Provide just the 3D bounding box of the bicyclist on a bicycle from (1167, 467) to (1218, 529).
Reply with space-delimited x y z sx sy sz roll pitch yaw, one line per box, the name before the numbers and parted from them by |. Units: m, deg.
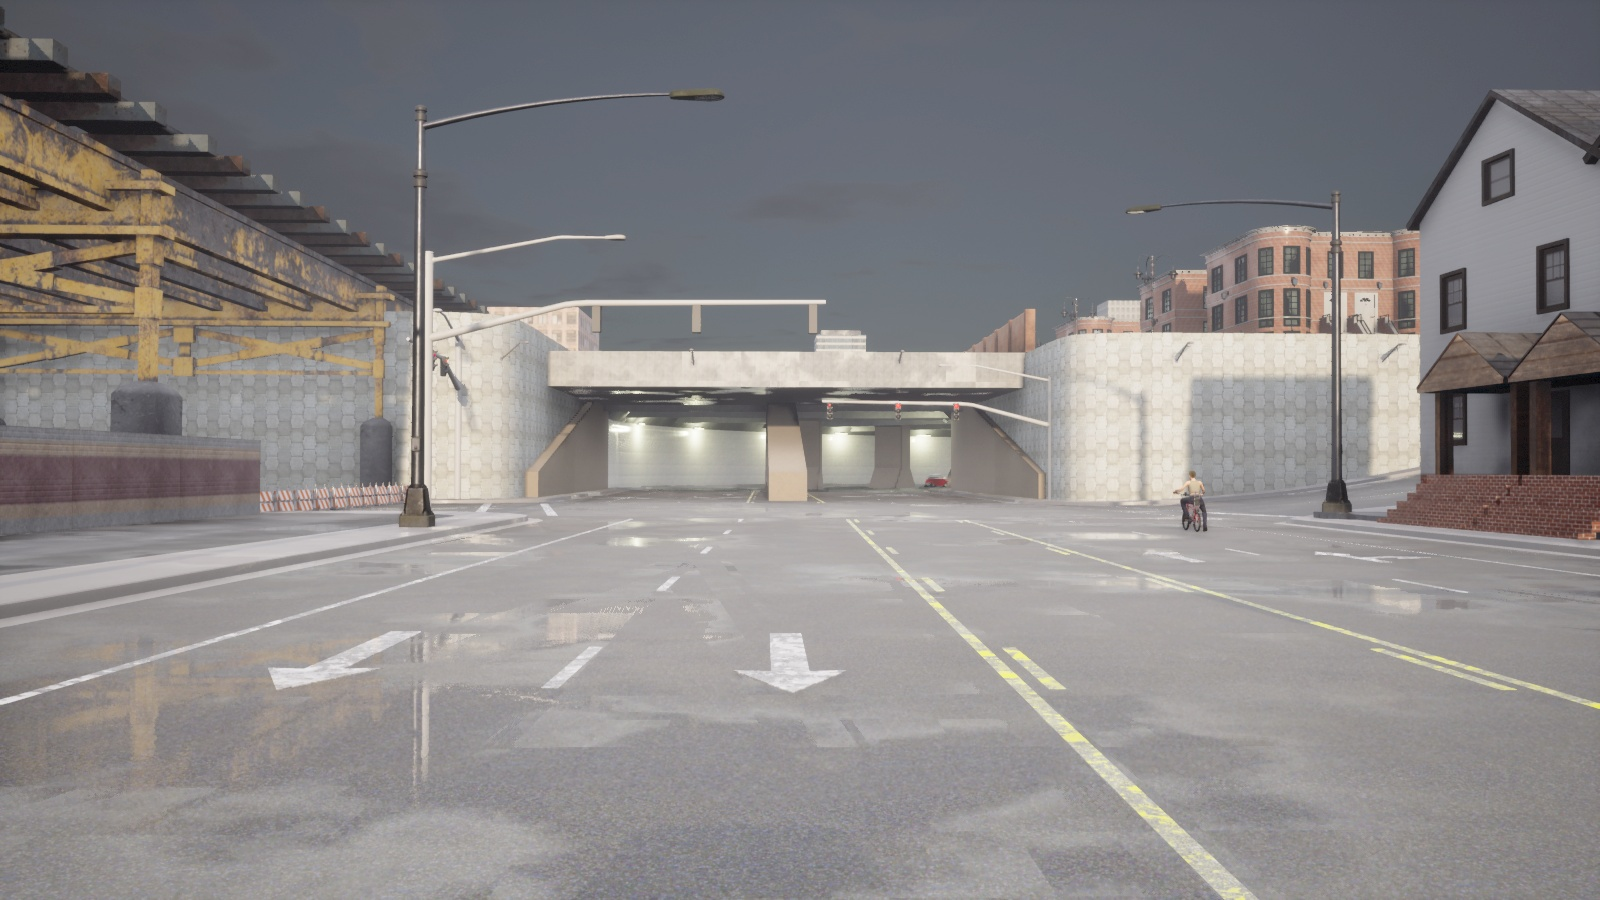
bicyclist on a bicycle | 10.414 1.269 33.382 0.866 1.612 1.509 0 -1 0
